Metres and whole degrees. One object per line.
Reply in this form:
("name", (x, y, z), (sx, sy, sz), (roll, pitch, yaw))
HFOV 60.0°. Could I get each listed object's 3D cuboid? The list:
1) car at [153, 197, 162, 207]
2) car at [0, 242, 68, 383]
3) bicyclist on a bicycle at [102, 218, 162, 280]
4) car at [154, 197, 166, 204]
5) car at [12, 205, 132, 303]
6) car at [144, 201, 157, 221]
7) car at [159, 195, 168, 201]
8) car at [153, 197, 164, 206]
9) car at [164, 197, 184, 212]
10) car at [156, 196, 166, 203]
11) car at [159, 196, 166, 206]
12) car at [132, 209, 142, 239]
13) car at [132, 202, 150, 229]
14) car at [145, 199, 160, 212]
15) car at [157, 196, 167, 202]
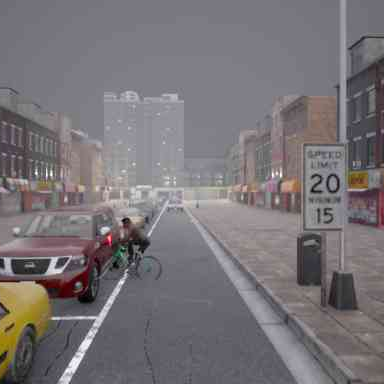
("car", (-4.525, 1.553, 35.564), (2.008, 1.369, 4.403), (0, 0, -3))
("car", (-2.714, 1.525, 2.731), (1.752, 1.417, 4.829), (0, 0, -3))
("bicyclist on a bicycle", (-1.569, 1.494, 8.518), (1.656, 1.620, 0.582), (3, 0, -3))
("car", (-6.025, 1.572, 62.783), (1.947, 1.339, 4.313), (0, 0, -3))
("car", (-3.024, 1.315, 8.344), (2.192, 1.841, 5.009), (0, 0, -3))
("car", (-3.924, 1.566, 24.676), (1.947, 1.339, 4.313), (0, 0, -3))
("car", (-7.226, 1.575, 84.558), (1.947, 1.339, 4.313), (0, 0, -3))
("car", (-5.716, 1.531, 57.169), (1.752, 1.417, 4.829), (0, 0, -3))
("car", (-1.977, 1.604, 39.068), (1.895, 1.301, 4.718), (0, 0, -3))
("car", (-6.325, 1.589, 68.227), (1.802, 1.307, 4.206), (0, 0, -3))
("car", (-5.425, 1.556, 51.896), (2.008, 1.369, 4.403), (0, 0, -3))
("car", (-3.324, 1.582, 13.788), (1.802, 1.307, 4.206), (0, 0, -3))
("car", (-3.615, 1.525, 19.063), (1.752, 1.417, 4.829), (0, 0, -3))
("car", (-4.224, 1.567, 30.120), (1.947, 1.339, 4.313), (0, 0, -3))
("car", (-6.626, 1.573, 73.671), (1.947, 1.339, 4.313), (0, 0, -3))
